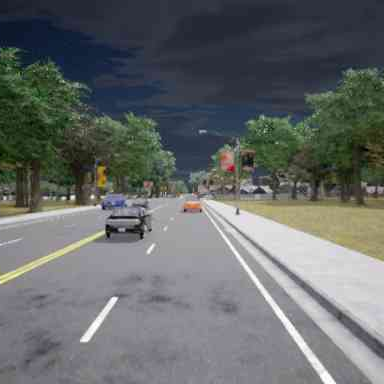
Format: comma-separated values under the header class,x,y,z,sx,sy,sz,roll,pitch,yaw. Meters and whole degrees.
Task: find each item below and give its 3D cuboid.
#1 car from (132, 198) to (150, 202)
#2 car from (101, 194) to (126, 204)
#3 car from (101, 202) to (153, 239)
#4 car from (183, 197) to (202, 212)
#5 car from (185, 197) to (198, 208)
class,x,y,z,sx,sy,sz,roll,pitch,yaw
car,-6.595,1.522,42.884,1.882,1.535,5.008,0,0,0
car,-9.849,1.262,42.280,2.150,2.045,5.566,0,0,0
car,-3.154,1.490,17.360,2.128,1.511,4.902,0,0,0
car,0.090,1.386,38.920,2.097,1.767,4.553,0,0,0
car,-0.007,1.572,49.363,1.837,1.490,4.892,0,0,0
